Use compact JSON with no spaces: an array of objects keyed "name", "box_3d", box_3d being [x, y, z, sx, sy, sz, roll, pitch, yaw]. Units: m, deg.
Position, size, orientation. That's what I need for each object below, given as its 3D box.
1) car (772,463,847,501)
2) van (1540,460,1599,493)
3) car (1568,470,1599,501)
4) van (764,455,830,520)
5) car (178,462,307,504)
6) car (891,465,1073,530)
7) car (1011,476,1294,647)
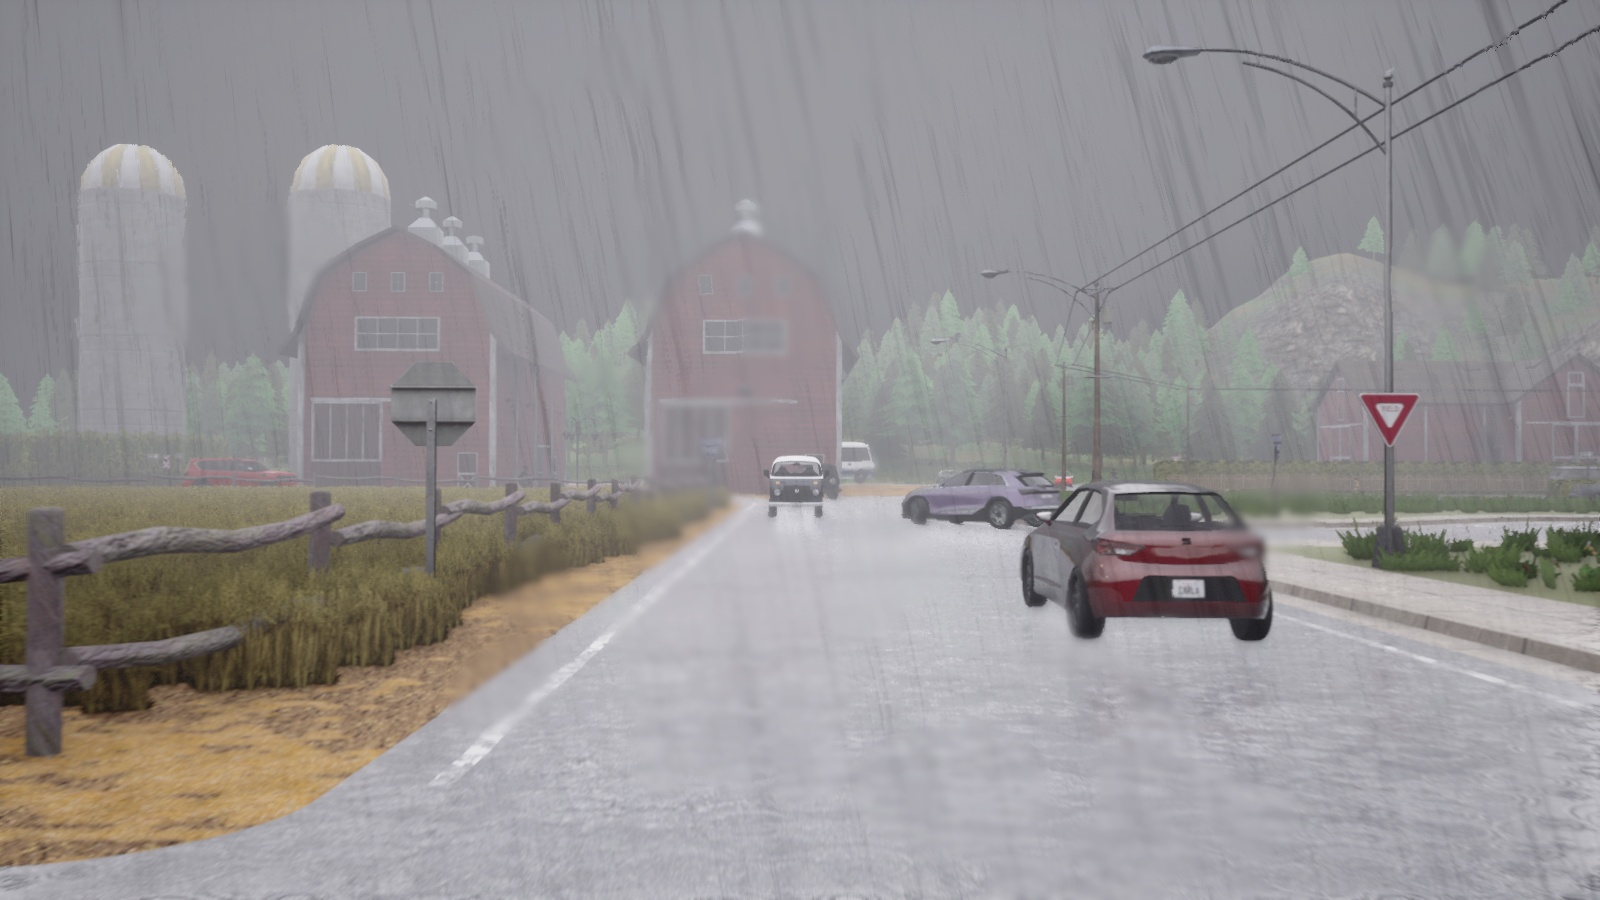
[{"name":"car","box_3d":[0.441,1.601,63.701,1.905,1.878,3.866,0,-1,-35]},{"name":"van","box_3d":[47.611,1.579,76.148,4.442,1.987,1.775,0,-1,0]},{"name":"car","box_3d":[38.353,1.613,57.303,5.357,1.411,2.033,-1,-1,43]},{"name":"van","box_3d":[-0.103,1.188,41.464,2.069,2.038,4.480,0,0,0]},{"name":"car","box_3d":[-28.263,1.654,63.827,5.566,2.045,2.150,0,-1,-4]},{"name":"car","box_3d":[5.011,1.279,35.182,2.033,1.649,4.856,-1,-1,-42]},{"name":"car","box_3d":[3.439,1.020,13.104,1.816,1.474,4.193,0,-1,1]}]
